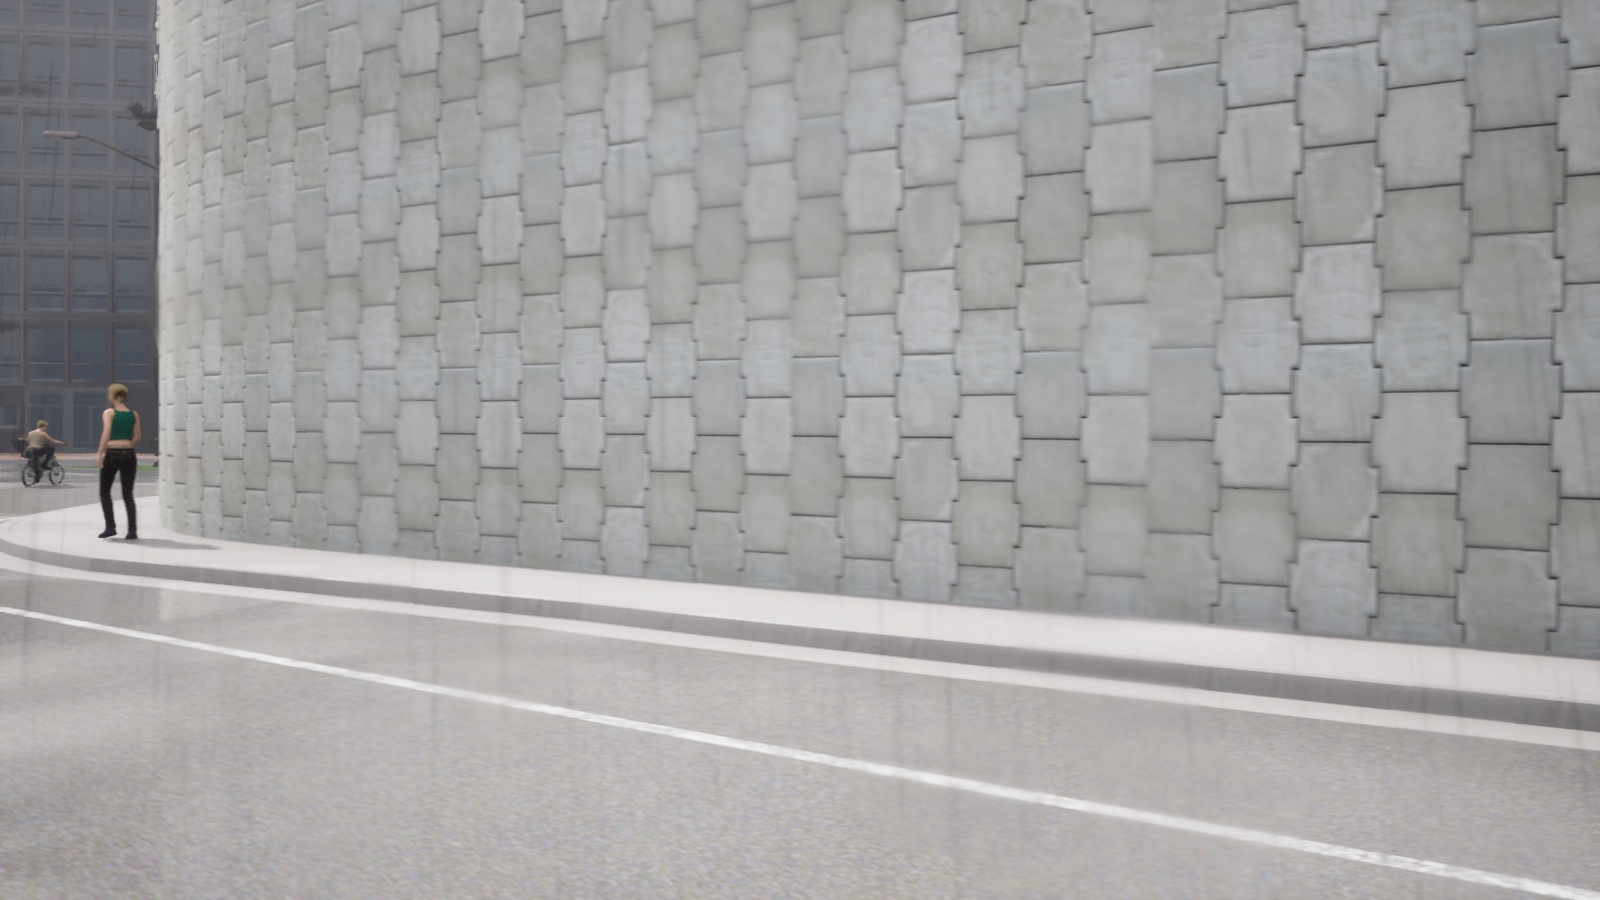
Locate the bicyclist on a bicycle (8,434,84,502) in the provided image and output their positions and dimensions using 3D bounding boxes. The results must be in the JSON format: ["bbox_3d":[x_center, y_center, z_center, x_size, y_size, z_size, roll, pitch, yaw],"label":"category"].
[{"bbox_3d":[-18.437,0.415,30.754,0.866,1.612,1.509,0,1,5],"label":"bicyclist on a bicycle"}]

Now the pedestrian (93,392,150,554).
[{"bbox_3d":[-7.894,0.259,14.612,0.594,1.836,0.345,0,1,37],"label":"pedestrian"}]
